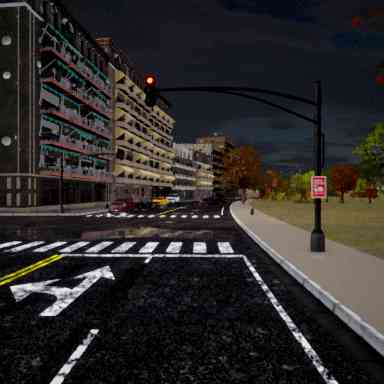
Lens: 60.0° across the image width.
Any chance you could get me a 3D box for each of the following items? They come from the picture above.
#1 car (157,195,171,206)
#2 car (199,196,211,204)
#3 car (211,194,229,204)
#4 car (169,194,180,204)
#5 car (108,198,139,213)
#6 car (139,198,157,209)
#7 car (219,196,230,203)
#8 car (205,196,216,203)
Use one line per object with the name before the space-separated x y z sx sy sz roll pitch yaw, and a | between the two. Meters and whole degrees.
car | -5.610 1.651 58.511 1.882 1.535 5.008 0 0 8
car | 2.595 1.728 69.128 2.128 1.511 4.902 0 0 10
car | 5.813 1.457 68.666 2.150 2.045 5.566 0 0 10
car | -4.017 1.452 68.963 2.150 2.045 5.566 0 0 9
car | -7.995 1.432 38.272 2.097 1.767 4.553 0 0 5
car | -6.963 1.726 48.299 1.895 1.301 4.718 0 0 7
car | 7.707 1.784 79.127 2.128 1.511 4.902 0 0 12
car | 4.433 1.729 79.325 1.882 1.535 5.008 0 0 12
